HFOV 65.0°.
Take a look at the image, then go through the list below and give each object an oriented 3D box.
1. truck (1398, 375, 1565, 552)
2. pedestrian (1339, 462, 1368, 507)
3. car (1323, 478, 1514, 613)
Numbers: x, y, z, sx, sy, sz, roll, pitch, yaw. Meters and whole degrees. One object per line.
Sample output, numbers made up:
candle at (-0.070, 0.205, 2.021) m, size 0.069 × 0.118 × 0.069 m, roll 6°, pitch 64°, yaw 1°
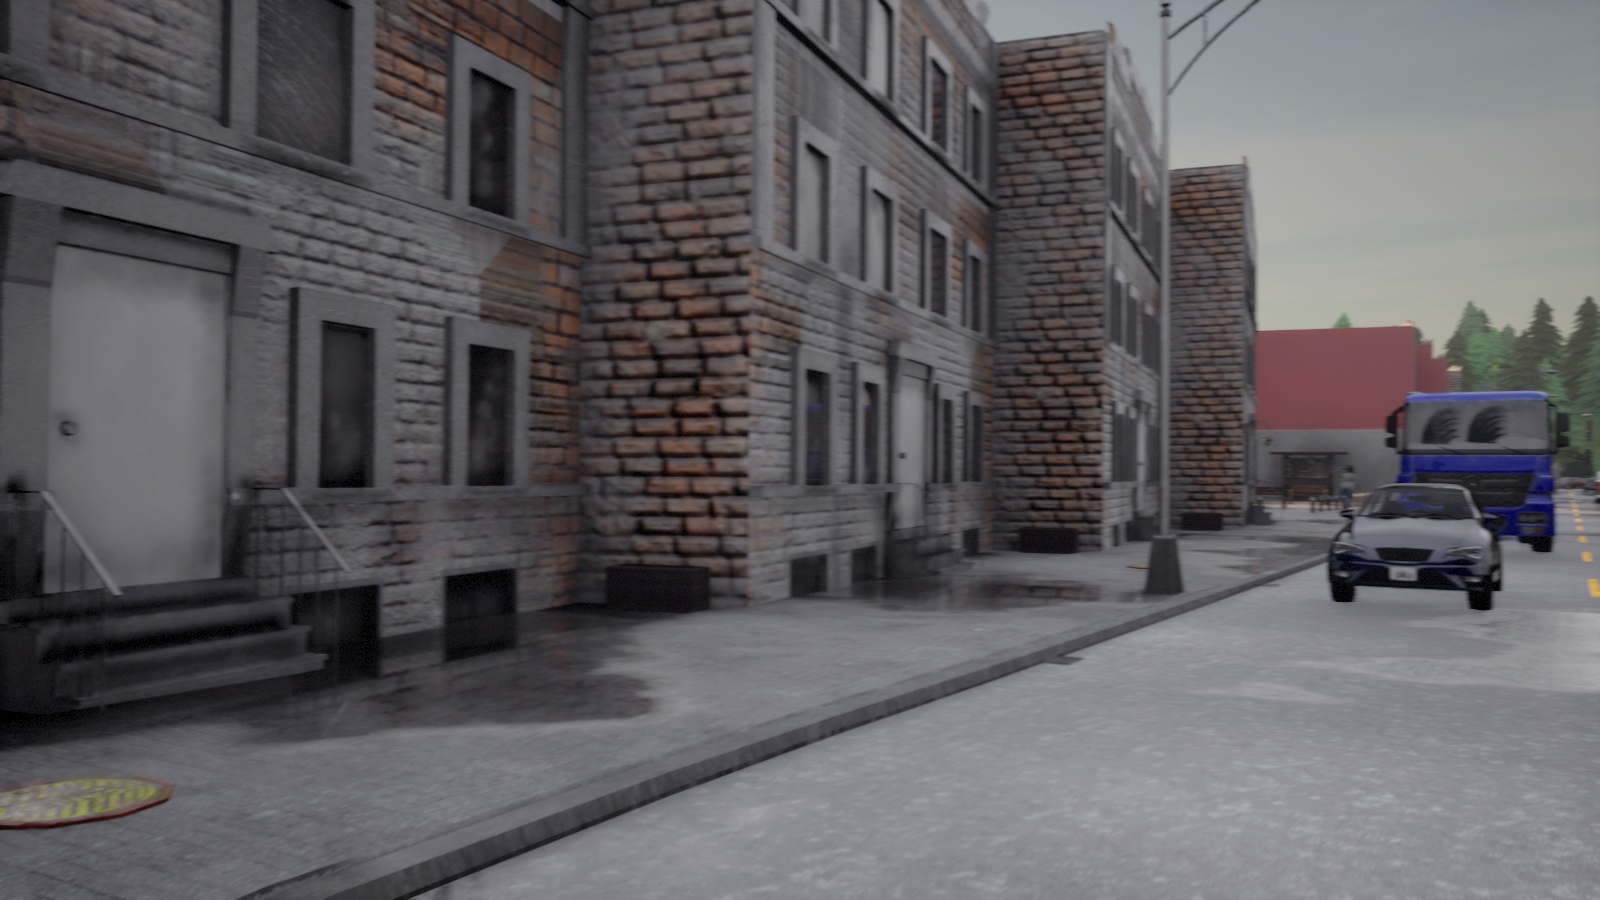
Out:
truck at (15.753, 0.325, 28.708) m, size 2.891 × 3.462 × 7.936 m, roll -1°, pitch -1°, yaw 32°
pedestrian at (23.131, 1.427, 52.470) m, size 0.874 × 1.855 × 0.900 m, roll -1°, pitch -1°, yaw 42°
car at (8.072, 1.106, 16.194) m, size 1.816 × 1.474 × 4.193 m, roll -1°, pitch -1°, yaw 32°
